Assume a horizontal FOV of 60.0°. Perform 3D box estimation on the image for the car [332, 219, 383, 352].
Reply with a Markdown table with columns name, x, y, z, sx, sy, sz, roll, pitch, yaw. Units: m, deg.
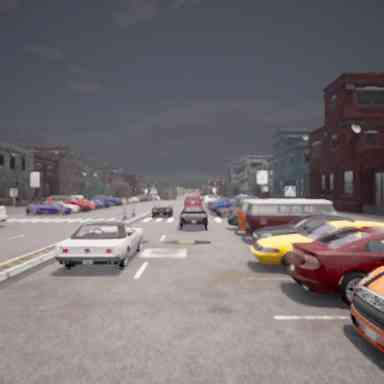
| name | x | y | z | sx | sy | sz | roll | pitch | yaw |
| --- | --- | --- | --- | --- | --- | --- | --- | --- | --- |
| car | 4.742 | 1.386 | 4.656 | 4.553 | 1.767 | 2.185 | 0 | 0 | 0 |

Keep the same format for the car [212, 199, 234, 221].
| name | x | y | z | sx | sy | sz | roll | pitch | yaw |
| --- | --- | --- | --- | --- | --- | --- | --- | --- | --- |
| car | 4.682 | 1.725 | 32.449 | 4.792 | 1.488 | 2.163 | 0 | 0 | 0 |

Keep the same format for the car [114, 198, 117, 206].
| name | x | y | z | sx | sy | sz | roll | pitch | yaw |
| --- | --- | --- | --- | --- | --- | --- | --- | --- | --- |
| car | -15.548 | 1.874 | 55.589 | 4.674 | 1.452 | 2.002 | 0 | 0 | 0 |

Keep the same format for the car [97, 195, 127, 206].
| name | x | y | z | sx | sy | sz | roll | pitch | yaw |
| --- | --- | --- | --- | --- | --- | --- | --- | --- | --- |
| car | -15.521 | 1.612 | 61.105 | 5.566 | 2.045 | 2.435 | 0 | 0 | 0 |

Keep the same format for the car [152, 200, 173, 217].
| name | x | y | z | sx | sy | sz | roll | pitch | yaw |
| --- | --- | --- | --- | --- | --- | --- | --- | --- | --- |
| car | -2.905 | 1.824 | 33.724 | 1.895 | 1.301 | 4.718 | 0 | 0 | 0 |

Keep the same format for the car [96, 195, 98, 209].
| name | x | y | z | sx | sy | sz | roll | pitch | yaw |
| --- | --- | --- | --- | --- | --- | --- | --- | --- | --- |
| car | -15.505 | 1.662 | 44.560 | 4.553 | 1.767 | 2.185 | 0 | 0 | 0 |

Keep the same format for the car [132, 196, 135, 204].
| name | x | y | z | sx | sy | sz | roll | pitch | yaw |
| --- | --- | --- | --- | --- | --- | --- | --- | --- | --- |
| car | -15.743 | 1.933 | 72.130 | 5.366 | 1.575 | 1.946 | 0 | 0 | 0 |

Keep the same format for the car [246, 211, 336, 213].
| name | x | y | z | sx | sy | sz | roll | pitch | yaw |
| --- | --- | --- | --- | --- | --- | --- | --- | --- | --- |
| car | 4.713 | 1.610 | 12.993 | 4.674 | 1.452 | 2.002 | 0 | 0 | 0 |

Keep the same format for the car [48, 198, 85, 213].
| name | x | y | z | sx | sy | sz | roll | pitch | yaw |
| --- | --- | --- | --- | --- | --- | --- | --- | --- | --- |
| car | -15.535 | 1.803 | 39.043 | 4.674 | 1.452 | 2.002 | 0 | 0 | 0 |

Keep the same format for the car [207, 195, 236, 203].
| name | x | y | z | sx | sy | sz | roll | pitch | yaw |
| --- | --- | --- | --- | --- | --- | --- | --- | --- | --- |
| car | 4.683 | 1.460 | 35.231 | 5.566 | 2.045 | 2.435 | 0 | 0 | 0 |

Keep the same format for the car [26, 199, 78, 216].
| name | x | y | z | sx | sy | sz | roll | pitch | yaw |
| --- | --- | --- | --- | --- | --- | --- | --- | --- | --- |
| car | -15.501 | 1.779 | 36.285 | 4.792 | 1.488 | 2.163 | 0 | 0 | 0 |

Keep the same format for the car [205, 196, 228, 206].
| name | x | y | z | sx | sy | sz | roll | pitch | yaw |
| --- | --- | --- | --- | --- | --- | --- | --- | --- | --- |
| car | 4.812 | 1.769 | 65.828 | 4.553 | 1.767 | 2.185 | 0 | 0 | 0 |

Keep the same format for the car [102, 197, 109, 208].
| name | x | y | z | sx | sy | sz | roll | pitch | yaw |
| --- | --- | --- | --- | --- | --- | --- | --- | --- | --- |
| car | -15.538 | 1.850 | 50.075 | 4.674 | 1.452 | 2.002 | 0 | 0 | 0 |

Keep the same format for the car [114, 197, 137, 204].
| name | x | y | z | sx | sy | sz | roll | pitch | yaw |
| --- | --- | --- | --- | --- | --- | --- | --- | --- | --- |
| car | -15.522 | 2.010 | 77.651 | 4.792 | 1.488 | 2.163 | 0 | 0 | 0 |

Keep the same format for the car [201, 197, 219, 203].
| name | x | y | z | sx | sy | sz | roll | pitch | yaw |
| --- | --- | --- | --- | --- | --- | --- | --- | --- | --- |
| car | 4.852 | 2.113 | 90.927 | 4.892 | 1.521 | 2.231 | 0 | -1 | 0 |

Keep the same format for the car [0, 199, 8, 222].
| name | x | y | z | sx | sy | sz | roll | pitch | yaw |
| --- | --- | --- | --- | --- | --- | --- | --- | --- | --- |
| car | -15.549 | 1.418 | 22.499 | 5.566 | 2.045 | 2.435 | 0 | 0 | 0 |

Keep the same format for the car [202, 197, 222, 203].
| name | x | y | z | sx | sy | sz | roll | pitch | yaw |
| --- | --- | --- | --- | --- | --- | --- | --- | --- | --- |
| car | 4.838 | 2.031 | 82.465 | 4.892 | 1.521 | 2.231 | 0 | -1 | 0 |

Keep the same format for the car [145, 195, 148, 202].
| name | x | y | z | sx | sy | sz | roll | pitch | yaw |
| --- | --- | --- | --- | --- | --- | --- | --- | --- | --- |
| car | -15.529 | 2.112 | 91.435 | 5.008 | 1.535 | 2.097 | 0 | -1 | 0 |

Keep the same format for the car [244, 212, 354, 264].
| name | x | y | z | sx | sy | sz | roll | pitch | yaw |
| --- | --- | --- | --- | --- | --- | --- | --- | --- | --- |
| car | 4.525 | 1.547 | 10.213 | 5.366 | 1.575 | 1.946 | 0 | 0 | 0 |

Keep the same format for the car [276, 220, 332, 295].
| name | x | y | z | sx | sy | sz | roll | pitch | yaw |
| --- | --- | --- | --- | --- | --- | --- | --- | --- | --- |
| car | 4.705 | 1.531 | 7.434 | 5.008 | 1.535 | 2.097 | 0 | 0 | 0 |

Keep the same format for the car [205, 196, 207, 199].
| name | x | y | z | sx | sy | sz | roll | pitch | yaw |
| --- | --- | --- | --- | --- | --- | --- | --- | --- | --- |
| car | 4.921 | 1.803 | 51.896 | 5.366 | 1.575 | 1.946 | 0 | 0 | 0 |

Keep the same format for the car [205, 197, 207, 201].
| name | x | y | z | sx | sy | sz | roll | pitch | yaw |
| --- | --- | --- | --- | --- | --- | --- | --- | --- | --- |
| car | 4.724 | 1.776 | 46.463 | 5.008 | 1.535 | 2.097 | 0 | 0 | 0 |

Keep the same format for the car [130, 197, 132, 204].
| name | x | y | z | sx | sy | sz | roll | pitch | yaw |
| --- | --- | --- | --- | --- | --- | --- | --- | --- | --- |
| car | -15.584 | 1.946 | 69.374 | 4.792 | 1.488 | 2.163 | 0 | 0 | 0 |

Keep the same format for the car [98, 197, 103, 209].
| name | x | y | z | sx | sy | sz | roll | pitch | yaw |
| --- | --- | --- | --- | --- | --- | --- | --- | --- | --- |
| car | -15.536 | 1.838 | 47.187 | 4.674 | 1.452 | 2.002 | 0 | 0 | 0 |

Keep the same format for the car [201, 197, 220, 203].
| name | x | y | z | sx | sy | sz | roll | pitch | yaw |
| --- | --- | --- | --- | --- | --- | --- | --- | --- | --- |
| car | 4.879 | 2.113 | 88.149 | 4.792 | 1.488 | 2.163 | 0 | -1 | 0 |

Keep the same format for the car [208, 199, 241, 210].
| name | x | y | z | sx | sy | sz | roll | pitch | yaw |
| --- | --- | --- | --- | --- | --- | --- | --- | --- | --- |
| car | 4.756 | 1.820 | 49.118 | 4.792 | 1.488 | 2.163 | 0 | 0 | 0 |

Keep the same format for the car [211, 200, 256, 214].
| name | x | y | z | sx | sy | sz | roll | pitch | yaw |
| --- | --- | --- | --- | --- | --- | --- | --- | --- | --- |
| car | 4.705 | 1.729 | 38.008 | 4.892 | 1.521 | 2.231 | 0 | 0 | 0 |

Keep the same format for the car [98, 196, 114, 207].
| name | x | y | z | sx | sy | sz | roll | pitch | yaw |
| --- | --- | --- | --- | --- | --- | --- | --- | --- | --- |
| car | -15.537 | 1.821 | 52.832 | 5.008 | 1.535 | 2.097 | 0 | 0 | 0 |

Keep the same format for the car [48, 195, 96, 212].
| name | x | y | z | sx | sy | sz | roll | pitch | yaw |
| --- | --- | --- | --- | --- | --- | --- | --- | --- | --- |
| car | -15.506 | 1.524 | 41.803 | 5.566 | 2.045 | 2.435 | 0 | 0 | 0 |

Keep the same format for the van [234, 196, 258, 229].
| name | x | y | z | sx | sy | sz | roll | pitch | yaw |
| --- | --- | --- | --- | --- | --- | --- | --- | --- | --- |
| van | 4.828 | 1.381 | 18.553 | 4.442 | 1.987 | 1.878 | 0 | 0 | 0 |

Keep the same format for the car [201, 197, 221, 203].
| name | x | y | z | sx | sy | sz | roll | pitch | yaw |
| --- | --- | --- | --- | --- | --- | --- | --- | --- | --- |
| car | 4.835 | 2.056 | 85.244 | 5.008 | 1.535 | 2.097 | 0 | -1 | 0 |

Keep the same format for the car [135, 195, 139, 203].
| name | x | y | z | sx | sy | sz | roll | pitch | yaw |
| --- | --- | --- | --- | --- | --- | --- | --- | --- | --- |
| car | -15.369 | 1.955 | 74.893 | 5.366 | 1.575 | 1.946 | 0 | 0 | 0 |

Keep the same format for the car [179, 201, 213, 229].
| name | x | y | z | sx | sy | sz | roll | pitch | yaw |
| --- | --- | --- | --- | --- | --- | --- | --- | --- | --- |
| car | 0.108 | 1.648 | 23.090 | 2.128 | 1.511 | 4.902 | 0 | 0 | 0 |

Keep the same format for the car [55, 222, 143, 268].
| name | x | y | z | sx | sy | sz | roll | pitch | yaw |
| --- | --- | --- | --- | --- | --- | --- | --- | --- | --- |
| car | -2.899 | 1.680 | 11.499 | 1.895 | 1.301 | 4.718 | 0 | 0 | 0 |

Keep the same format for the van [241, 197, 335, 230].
| name | x | y | z | sx | sy | sz | roll | pitch | yaw |
| --- | --- | --- | --- | --- | --- | --- | --- | --- | --- |
| van | 4.827 | 1.363 | 15.774 | 4.442 | 1.987 | 1.878 | 0 | 0 | 0 |

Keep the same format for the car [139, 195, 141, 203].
| name | x | y | z | sx | sy | sz | roll | pitch | yaw |
| --- | --- | --- | --- | --- | --- | --- | --- | --- | --- |
| car | -15.519 | 2.033 | 80.406 | 4.792 | 1.488 | 2.163 | 0 | 0 | 0 |

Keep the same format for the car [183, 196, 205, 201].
| name | x | y | z | sx | sy | sz | roll | pitch | yaw |
| --- | --- | --- | --- | --- | --- | --- | --- | --- | --- |
| car | 0.105 | 1.486 | 41.546 | 2.150 | 2.045 | 5.566 | 0 | -1 | 0 |

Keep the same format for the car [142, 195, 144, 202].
| name | x | y | z | sx | sy | sz | roll | pitch | yaw |
| --- | --- | --- | --- | --- | --- | --- | --- | --- | --- |
| car | -15.570 | 2.085 | 85.922 | 4.792 | 1.488 | 2.163 | 0 | -1 | 0 |

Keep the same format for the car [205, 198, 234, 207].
| name | x | y | z | sx | sy | sz | roll | pitch | yaw |
| --- | --- | --- | --- | --- | --- | --- | --- | --- | --- |
| car | 4.725 | 1.868 | 57.454 | 4.792 | 1.488 | 2.163 | 0 | 0 | 0 |

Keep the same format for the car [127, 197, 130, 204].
| name | x | y | z | sx | sy | sz | roll | pitch | yaw |
| --- | --- | --- | --- | --- | --- | --- | --- | --- | --- |
| car | -15.739 | 1.894 | 66.616 | 5.366 | 1.575 | 1.946 | 0 | 0 | 0 |
